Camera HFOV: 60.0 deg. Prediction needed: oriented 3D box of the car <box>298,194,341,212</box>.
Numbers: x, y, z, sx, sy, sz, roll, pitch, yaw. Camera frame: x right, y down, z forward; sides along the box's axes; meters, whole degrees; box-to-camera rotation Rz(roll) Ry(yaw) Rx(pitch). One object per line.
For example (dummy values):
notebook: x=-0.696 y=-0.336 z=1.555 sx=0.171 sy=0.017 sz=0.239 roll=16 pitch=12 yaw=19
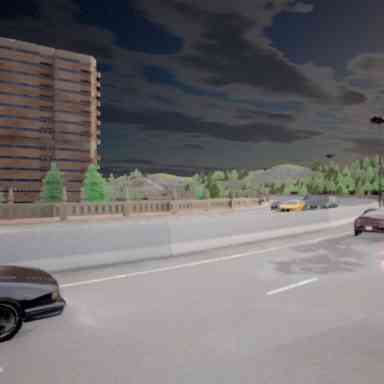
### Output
car: x=12.235 y=1.311 z=31.285 sx=2.150 sy=2.045 sz=5.566 roll=0 pitch=0 yaw=36

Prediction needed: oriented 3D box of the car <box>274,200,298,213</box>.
car: x=10.788 y=1.585 z=35.287 sx=1.882 sy=1.535 sz=5.008 roll=0 pitch=0 yaw=35

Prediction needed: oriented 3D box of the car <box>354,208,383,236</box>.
car: x=10.108 y=1.569 z=17.681 sx=1.812 sy=1.442 sz=4.674 roll=0 pitch=0 yaw=44

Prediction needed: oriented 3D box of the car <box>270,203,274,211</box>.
car: x=11.626 y=1.698 z=43.033 sx=1.994 sy=1.385 sz=4.181 roll=0 pitch=0 yaw=31

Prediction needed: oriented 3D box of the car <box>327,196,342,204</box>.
car: x=28.820 y=1.673 z=67.490 sx=2.128 sy=1.511 sz=4.902 roll=0 pitch=0 yaw=14

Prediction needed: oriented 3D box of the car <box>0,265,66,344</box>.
car: x=-4.741 y=1.576 z=4.715 sx=5.357 sy=1.411 sz=2.033 roll=0 pitch=0 yaw=-35

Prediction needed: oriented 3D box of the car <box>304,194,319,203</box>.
car: x=26.469 y=1.393 z=73.992 sx=2.150 sy=2.045 sz=5.566 roll=0 pitch=0 yaw=8
